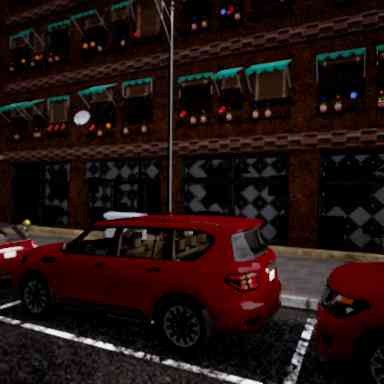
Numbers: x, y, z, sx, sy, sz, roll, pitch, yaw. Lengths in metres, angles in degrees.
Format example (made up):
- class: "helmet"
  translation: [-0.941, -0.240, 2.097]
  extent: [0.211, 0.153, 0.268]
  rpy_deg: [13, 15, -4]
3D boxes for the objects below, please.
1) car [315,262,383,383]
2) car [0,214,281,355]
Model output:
- class: "car"
  translation: [4.031, 1.328, 3.590]
  extent: [5.009, 1.841, 2.192]
  rpy_deg: [0, 1, 26]
- class: "car"
  translation: [-0.944, 1.333, 6.047]
  extent: [5.009, 1.841, 2.192]
  rpy_deg: [0, 1, 26]
